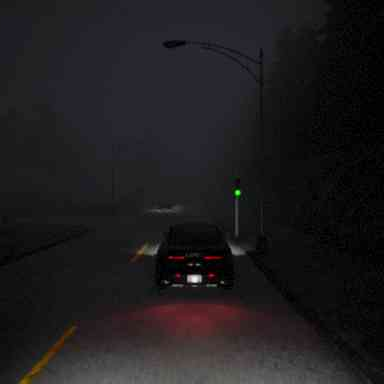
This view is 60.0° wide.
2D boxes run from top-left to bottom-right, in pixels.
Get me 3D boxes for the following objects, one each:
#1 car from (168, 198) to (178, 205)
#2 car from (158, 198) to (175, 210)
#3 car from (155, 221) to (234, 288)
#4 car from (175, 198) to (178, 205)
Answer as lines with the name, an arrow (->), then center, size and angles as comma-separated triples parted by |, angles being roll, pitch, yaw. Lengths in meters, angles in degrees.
car -> -3.991, 2.009, 70.289 | 1.812, 1.442, 4.674 | 0, 0, 0
car -> -4.088, 1.829, 50.742 | 1.882, 1.535, 5.008 | 0, 0, 0
car -> 0.068, 1.573, 9.422 | 1.837, 1.490, 4.892 | 0, 0, 0
car -> -4.064, 1.893, 60.087 | 1.882, 1.535, 5.008 | 0, 0, 0
